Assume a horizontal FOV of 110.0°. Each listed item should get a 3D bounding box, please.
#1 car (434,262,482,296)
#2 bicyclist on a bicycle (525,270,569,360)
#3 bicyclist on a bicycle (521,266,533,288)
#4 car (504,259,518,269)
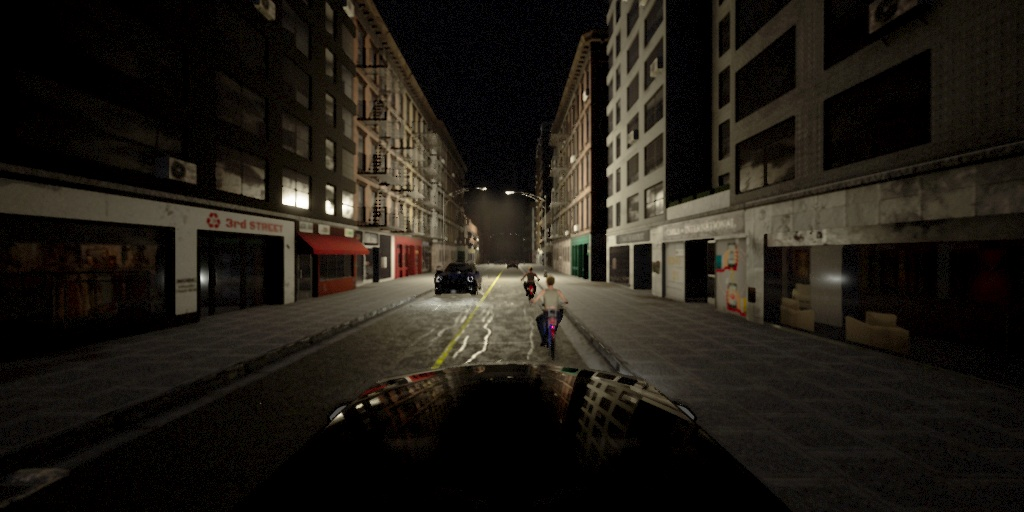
[{"bbox_3d":[-2.851,1.151,19.722,2.097,1.767,4.553,0,0,0],"label":"car"},{"bbox_3d":[0.781,1.200,7.429,0.866,1.612,1.509,0,1,0],"label":"bicyclist on a bicycle"},{"bbox_3d":[0.764,1.222,14.842,0.866,1.612,1.509,0,-1,0],"label":"bicyclist on a bicycle"},{"bbox_3d":[0.097,1.544,61.269,1.895,1.301,4.718,0,0,0],"label":"car"}]
